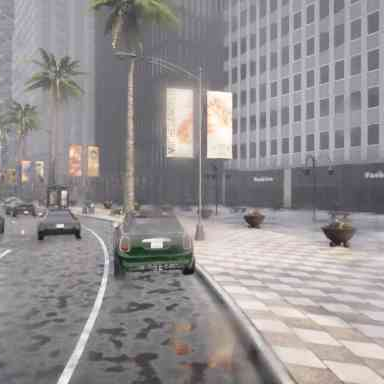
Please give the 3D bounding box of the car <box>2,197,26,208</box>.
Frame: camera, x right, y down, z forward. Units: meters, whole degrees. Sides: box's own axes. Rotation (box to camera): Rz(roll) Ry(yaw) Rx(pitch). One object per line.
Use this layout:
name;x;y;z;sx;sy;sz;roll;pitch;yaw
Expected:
car;-25.899;1.461;48.418;2.231;1.521;4.892;0;0;-39

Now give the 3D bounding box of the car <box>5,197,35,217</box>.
car;-16.137;1.495;31.234;1.837;1.490;4.892;0;1;-38

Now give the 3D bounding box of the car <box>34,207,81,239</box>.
car;-7.055;1.560;17.494;1.994;1.385;4.181;0;0;-25

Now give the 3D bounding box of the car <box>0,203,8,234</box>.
car;-10.478;1.517;16.544;1.812;1.442;4.674;0;0;-25

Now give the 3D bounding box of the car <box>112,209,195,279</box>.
car;-1.383;1.352;10.393;2.097;1.767;4.553;0;0;-14
